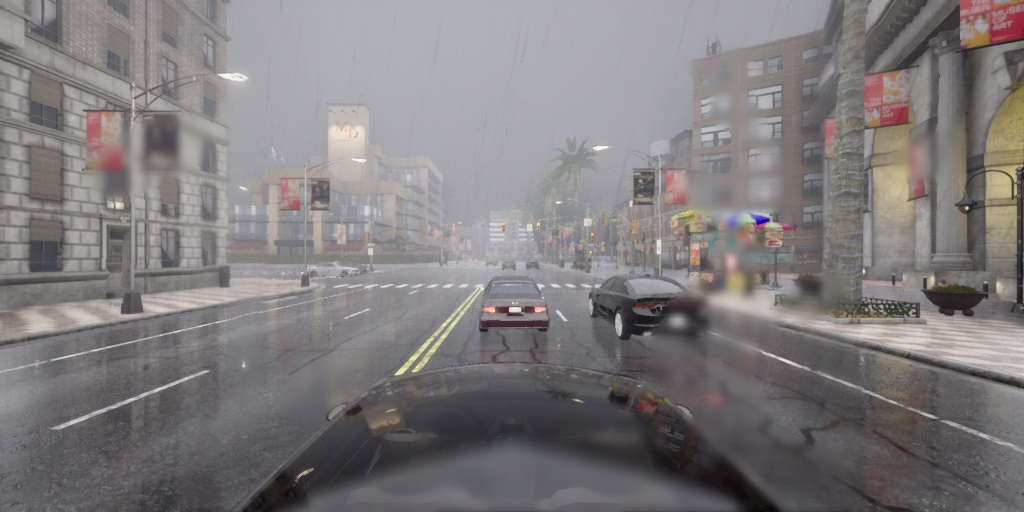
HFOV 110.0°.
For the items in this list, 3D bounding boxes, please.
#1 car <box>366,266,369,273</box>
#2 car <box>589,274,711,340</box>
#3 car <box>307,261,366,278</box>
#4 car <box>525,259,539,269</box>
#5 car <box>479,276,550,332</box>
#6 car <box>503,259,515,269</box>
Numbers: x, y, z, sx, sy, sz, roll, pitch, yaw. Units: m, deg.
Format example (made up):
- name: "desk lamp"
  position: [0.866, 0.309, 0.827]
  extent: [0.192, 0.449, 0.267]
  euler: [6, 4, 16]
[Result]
- name: "car"
  position: [-17.255, 1.242, 36.648]
  extent: [4.902, 1.511, 2.128]
  euler: [0, 0, -3]
- name: "car"
  position: [3.485, 1.228, 10.031]
  extent: [1.882, 1.535, 5.008]
  euler: [0, 0, 0]
- name: "car"
  position: [-16.309, 1.275, 32.731]
  extent: [4.674, 1.442, 1.812]
  euler: [0, 0, 3]
- name: "car"
  position: [3.039, 1.254, 54.433]
  extent: [1.837, 1.490, 4.892]
  euler: [0, 0, -1]
- name: "car"
  position: [-0.006, 1.297, 10.846]
  extent: [2.033, 1.411, 5.357]
  euler: [0, 0, -2]
- name: "car"
  position: [-0.461, 1.241, 54.286]
  extent: [2.128, 1.511, 4.902]
  euler: [0, 0, -1]
